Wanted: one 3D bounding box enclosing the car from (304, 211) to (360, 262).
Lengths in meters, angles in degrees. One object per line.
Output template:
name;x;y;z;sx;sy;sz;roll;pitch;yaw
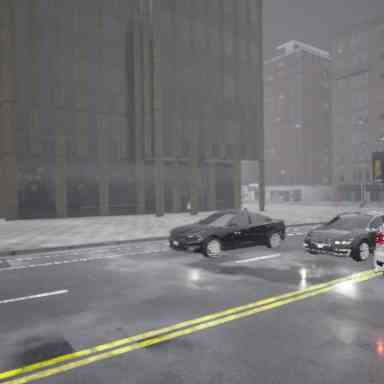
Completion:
car;6.057;1.474;11.997;4.892;1.490;1.837;0;0;-35

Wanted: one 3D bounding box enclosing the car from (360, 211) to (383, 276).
car;6.771;1.194;8.284;5.566;2.045;2.150;0;0;-35

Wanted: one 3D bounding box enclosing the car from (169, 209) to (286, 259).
car;1.478;1.454;12.725;5.008;1.535;1.882;0;0;-35
